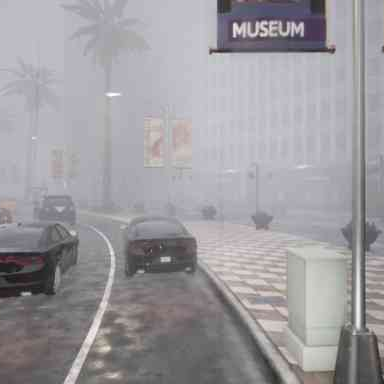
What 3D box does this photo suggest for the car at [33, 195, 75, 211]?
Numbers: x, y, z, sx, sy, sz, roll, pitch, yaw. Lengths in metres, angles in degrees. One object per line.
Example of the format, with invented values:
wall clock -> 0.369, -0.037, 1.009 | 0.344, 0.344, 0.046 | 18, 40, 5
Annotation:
car -> -9.544, 1.214, 22.862 | 2.150, 2.045, 5.566 | 0, 0, -30

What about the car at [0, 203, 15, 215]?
car -> -12.676, 1.588, 21.266 | 1.895, 1.301, 4.718 | 0, 0, -31

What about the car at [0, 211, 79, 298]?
car -> -4.124, 1.474, 8.473 | 1.882, 1.535, 5.008 | 0, 0, -11

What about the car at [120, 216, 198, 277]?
car -> -1.184, 1.476, 10.449 | 1.882, 1.535, 5.008 | 0, 0, -13

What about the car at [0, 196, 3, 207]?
car -> -31.008, 1.449, 51.164 | 2.231, 1.521, 4.892 | 0, 0, -44

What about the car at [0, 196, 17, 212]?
car -> -20.889, 1.330, 36.497 | 2.097, 1.767, 4.553 | 0, 0, -44
